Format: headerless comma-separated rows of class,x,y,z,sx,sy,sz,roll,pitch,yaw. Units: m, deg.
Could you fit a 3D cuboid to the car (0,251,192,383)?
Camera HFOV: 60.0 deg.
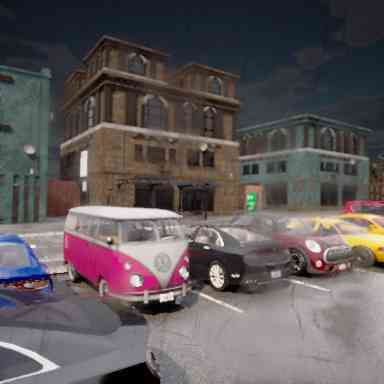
car,-2.538,1.508,2.037,4.902,1.511,2.128,1,-1,-34

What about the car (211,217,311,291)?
car,0.576,1.616,9.552,2.231,1.521,4.892,1,-1,-34

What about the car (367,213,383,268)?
car,5.309,1.674,12.485,1.946,1.575,5.366,1,-1,-34

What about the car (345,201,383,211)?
car,9.858,1.491,15.702,2.435,2.045,5.566,1,-1,-34

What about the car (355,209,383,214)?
car,7.521,1.711,14.186,2.097,1.535,5.008,1,-1,-34

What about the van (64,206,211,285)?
van,-1.680,1.356,7.922,1.878,1.987,4.442,1,-1,-34

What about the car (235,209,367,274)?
car,2.977,1.523,11.196,2.185,1.767,4.553,1,-1,-34
